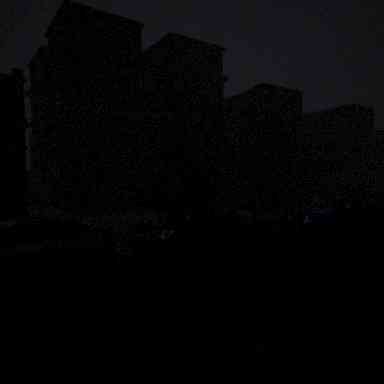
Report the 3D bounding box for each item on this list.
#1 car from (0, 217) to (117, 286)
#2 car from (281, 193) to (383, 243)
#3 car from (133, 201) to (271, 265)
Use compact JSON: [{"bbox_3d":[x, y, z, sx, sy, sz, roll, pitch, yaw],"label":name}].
[{"bbox_3d":[-4.154,1.364,7.607,4.792,1.488,2.163,1,1,-33],"label":"car"},{"bbox_3d":[6.623,1.086,15.331,5.566,2.045,2.435,0,0,-33],"label":"car"},{"bbox_3d":[0.399,1.200,10.876,4.553,1.767,2.185,1,0,-33],"label":"car"}]
